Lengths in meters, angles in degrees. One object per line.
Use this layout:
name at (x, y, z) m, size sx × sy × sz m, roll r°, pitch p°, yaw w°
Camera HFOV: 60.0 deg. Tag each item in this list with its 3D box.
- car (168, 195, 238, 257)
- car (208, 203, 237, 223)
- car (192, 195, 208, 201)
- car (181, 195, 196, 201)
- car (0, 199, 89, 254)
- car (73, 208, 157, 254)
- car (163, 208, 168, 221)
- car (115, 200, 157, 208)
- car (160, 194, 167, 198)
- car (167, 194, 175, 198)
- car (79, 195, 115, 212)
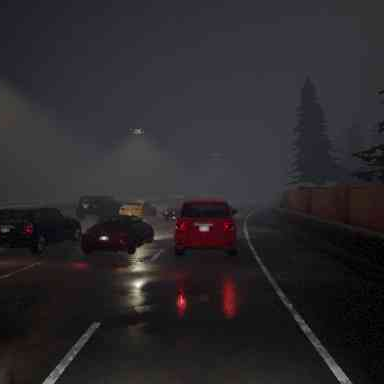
car at (0.636, 1.258, 13.186) m, size 2.150 × 2.045 × 5.566 m, roll 0°, pitch 0°, yaw 5°
car at (2.531, 1.617, 26.573) m, size 1.895 × 1.301 × 4.718 m, roll 0°, pitch 0°, yaw 11°
car at (2.108, 1.428, 83.976) m, size 1.882 × 1.535 × 5.008 m, roll 0°, pitch 0°, yaw 30°
car at (-0.872, 1.446, 85.813) m, size 1.837 × 1.490 × 4.892 m, roll 0°, pitch 0°, yaw 30°
car at (-6.339, 1.367, 13.780) m, size 2.097 × 1.767 × 4.553 m, roll 0°, pitch 0°, yaw 5°
car at (-2.852, 1.573, 13.483) m, size 1.994 × 1.385 × 4.181 m, roll 0°, pitch 0°, yaw 5°
car at (-0.908, 1.617, 27.224) m, size 1.895 × 1.301 × 4.718 m, roll 0°, pitch 0°, yaw 11°
car at (-4.352, 1.485, 27.846) m, size 1.882 × 1.535 × 5.008 m, roll 0°, pitch 0°, yaw 11°
car at (-6.815, 1.292, 89.512) m, size 2.097 × 1.767 × 4.553 m, roll 0°, pitch 0°, yaw 30°
car at (-3.851, 1.419, 87.650) m, size 1.882 × 1.535 × 5.008 m, roll 0°, pitch 0°, yaw 30°
car at (-7.786, 1.258, 28.527) m, size 2.150 × 2.045 × 5.566 m, roll 0°, pitch 0°, yaw 11°
